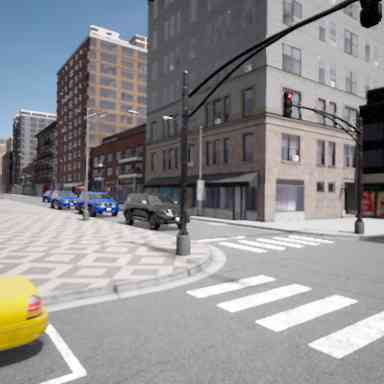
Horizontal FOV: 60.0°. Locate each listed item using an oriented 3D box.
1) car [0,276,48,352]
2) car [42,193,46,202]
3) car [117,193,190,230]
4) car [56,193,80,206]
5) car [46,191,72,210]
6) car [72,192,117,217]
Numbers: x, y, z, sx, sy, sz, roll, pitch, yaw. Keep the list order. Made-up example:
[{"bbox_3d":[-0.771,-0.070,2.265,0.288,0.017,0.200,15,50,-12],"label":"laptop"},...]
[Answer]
[{"bbox_3d":[-4.269,1.517,3.708,4.829,1.417,1.752,0,0,-36],"label":"car"},{"bbox_3d":[-23.692,0.781,56.394,2.150,2.045,5.566,1,0,-37],"label":"car"},{"bbox_3d":[-2.345,1.108,20.572,2.150,2.045,5.566,1,0,-35],"label":"car"},{"bbox_3d":[-18.066,0.999,48.379,2.097,1.767,4.553,1,0,-35],"label":"car"},{"bbox_3d":[-14.471,0.917,37.777,2.150,2.045,5.566,1,0,-35],"label":"car"},{"bbox_3d":[-8.282,1.015,28.987,2.150,2.045,5.566,1,0,-35],"label":"car"}]
